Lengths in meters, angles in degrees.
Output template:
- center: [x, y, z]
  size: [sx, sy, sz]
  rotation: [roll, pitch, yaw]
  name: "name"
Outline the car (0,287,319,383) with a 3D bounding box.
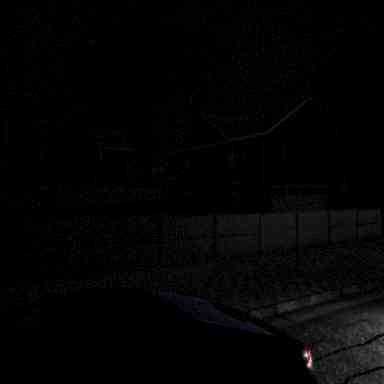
- center: [-0.945, 1.563, 2.502]
  size: [4.181, 1.385, 1.994]
  rotation: [0, 0, -32]
  name: "car"
